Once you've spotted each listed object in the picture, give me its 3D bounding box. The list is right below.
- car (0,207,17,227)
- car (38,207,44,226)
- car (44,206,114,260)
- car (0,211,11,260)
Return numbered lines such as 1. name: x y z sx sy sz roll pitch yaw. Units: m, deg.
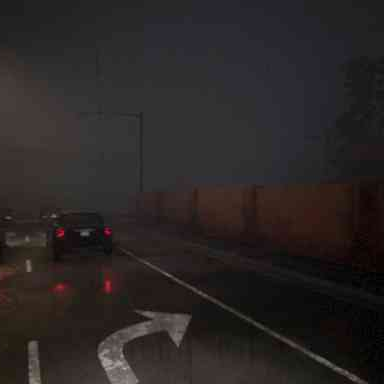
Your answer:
1. car: -14.121 1.805 24.560 2.033 1.411 5.357 0 -1 -26
2. car: -10.994 1.825 26.122 2.033 1.411 5.357 0 -1 -26
3. car: -4.665 1.496 13.507 2.097 1.767 4.553 0 -1 -26
4. car: -7.982 1.655 12.317 1.812 1.442 4.674 0 -1 -26
